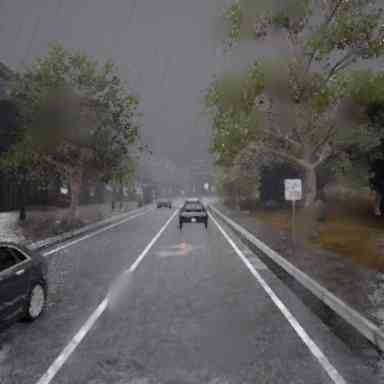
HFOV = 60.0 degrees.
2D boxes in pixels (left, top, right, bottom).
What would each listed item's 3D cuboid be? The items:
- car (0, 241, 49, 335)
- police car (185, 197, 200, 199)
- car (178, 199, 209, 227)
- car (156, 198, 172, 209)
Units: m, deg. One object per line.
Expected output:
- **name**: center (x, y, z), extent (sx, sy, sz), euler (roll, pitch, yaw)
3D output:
- **car**: center (-3.601, 1.501, 4.397), extent (1.837, 1.490, 4.892), euler (0, 0, 0)
- **police car**: center (0.086, 1.392, 41.708), extent (1.930, 1.638, 5.238), euler (0, 0, 0)
- **car**: center (0.093, 1.474, 22.550), extent (2.128, 1.511, 4.902), euler (0, 0, 0)
- **car**: center (-3.603, 1.513, 44.311), extent (2.033, 1.411, 5.357), euler (0, 0, 0)
